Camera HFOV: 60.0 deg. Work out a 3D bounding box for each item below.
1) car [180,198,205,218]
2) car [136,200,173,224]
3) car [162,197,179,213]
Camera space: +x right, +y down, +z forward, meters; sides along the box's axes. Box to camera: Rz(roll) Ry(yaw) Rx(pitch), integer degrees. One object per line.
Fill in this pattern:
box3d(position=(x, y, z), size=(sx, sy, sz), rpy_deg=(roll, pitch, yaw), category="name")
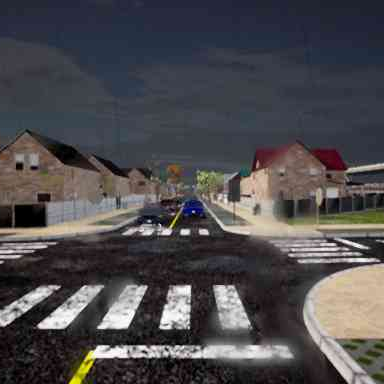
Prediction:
box3d(position=(0.141, 1.462, 29.779), size=(1.882, 1.535, 5.008), rpy_deg=(0, 0, 0), category="car")
box3d(position=(-2.817, 1.534, 24.613), size=(2.033, 1.411, 5.357), rpy_deg=(0, 0, 0), category="car")
box3d(position=(-2.795, 1.505, 37.136), size=(1.812, 1.442, 4.674), rpy_deg=(0, 0, 0), category="car")
